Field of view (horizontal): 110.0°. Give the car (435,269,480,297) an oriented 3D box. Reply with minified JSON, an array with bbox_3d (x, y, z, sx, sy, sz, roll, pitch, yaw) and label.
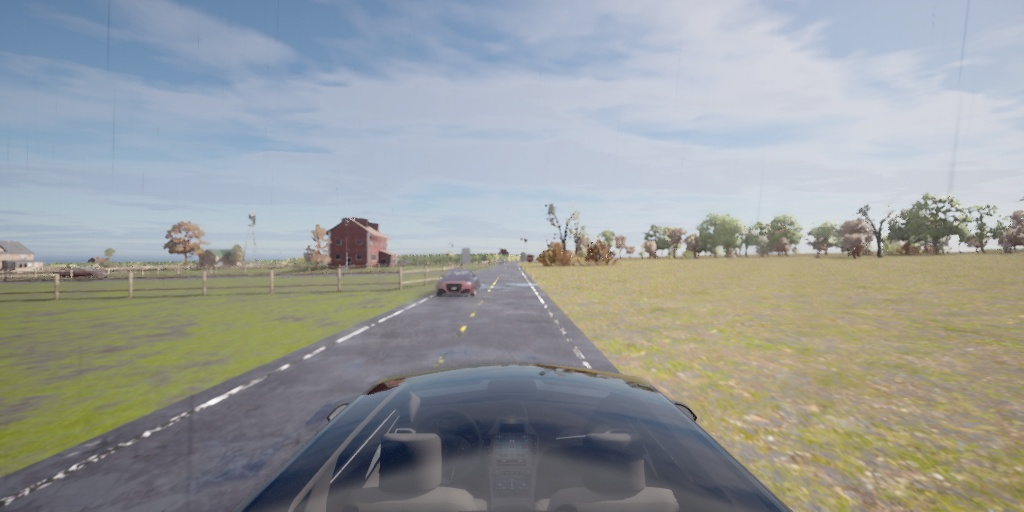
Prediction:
[{"bbox_3d":[-2.839,1.403,19.543,1.994,1.385,4.181,0,0,0],"label":"car"}]
